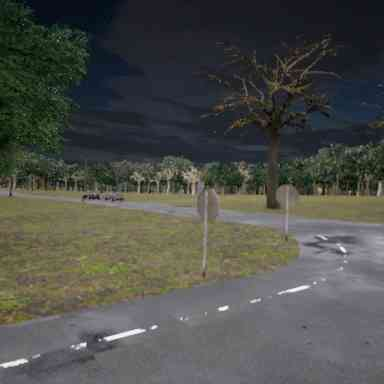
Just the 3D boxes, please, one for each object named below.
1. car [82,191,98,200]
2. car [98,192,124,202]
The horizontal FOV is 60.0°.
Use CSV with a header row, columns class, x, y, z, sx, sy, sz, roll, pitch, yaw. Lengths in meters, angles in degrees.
class,x,y,z,sx,sy,sz,roll,pitch,yaw
car,-18.222,0.544,60.006,2.097,1.767,4.553,2,-1,-36
car,-12.242,0.734,51.680,2.128,1.511,4.902,2,-1,-35
